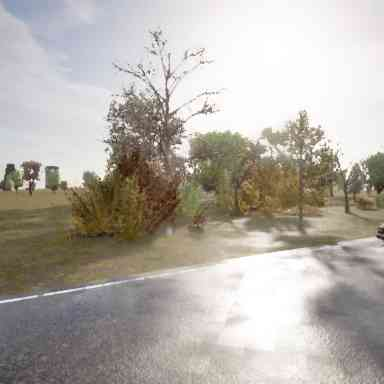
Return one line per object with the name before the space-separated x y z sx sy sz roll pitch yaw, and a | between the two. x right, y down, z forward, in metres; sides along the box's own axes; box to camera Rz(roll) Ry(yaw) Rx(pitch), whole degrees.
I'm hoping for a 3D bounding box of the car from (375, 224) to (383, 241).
car | 10.471 1.534 15.025 5.357 1.411 2.033 0 0 -35
